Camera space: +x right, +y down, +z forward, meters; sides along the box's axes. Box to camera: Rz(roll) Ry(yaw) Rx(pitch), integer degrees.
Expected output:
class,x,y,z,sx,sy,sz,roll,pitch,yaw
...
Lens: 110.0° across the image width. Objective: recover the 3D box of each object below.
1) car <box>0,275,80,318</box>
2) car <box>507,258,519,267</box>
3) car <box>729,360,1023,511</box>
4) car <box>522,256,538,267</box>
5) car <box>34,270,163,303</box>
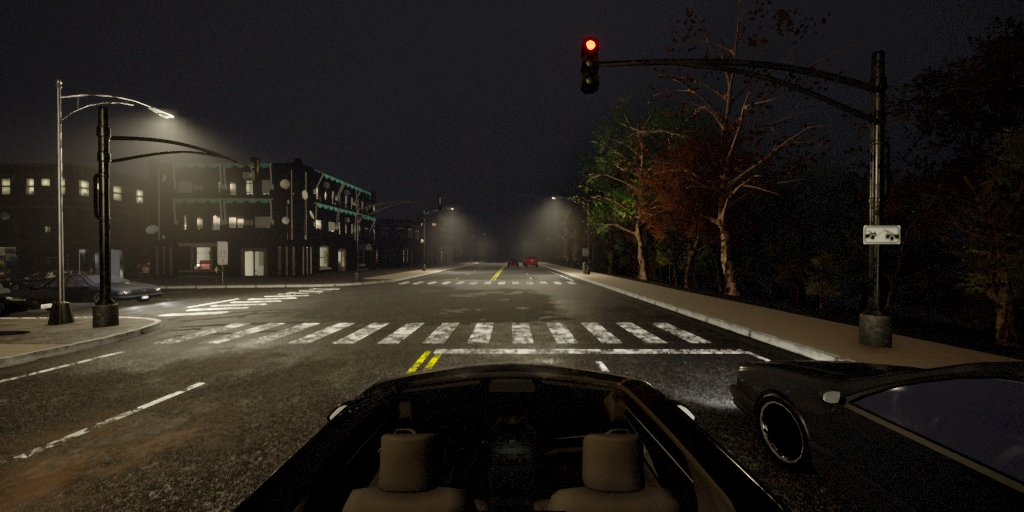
class,x,y,z,sx,sy,sz,roll,pitch,yaw
car,-19.931,1.564,13.688,4.313,1.339,1.948,0,0,0
car,0.192,1.232,63.193,1.837,1.490,4.892,0,0,0
car,3.326,1.297,1.696,2.033,1.411,5.357,0,0,3
car,3.440,0.948,63.902,2.150,2.045,5.566,0,0,0
car,-19.282,1.511,16.413,5.357,1.411,2.033,-1,1,3
